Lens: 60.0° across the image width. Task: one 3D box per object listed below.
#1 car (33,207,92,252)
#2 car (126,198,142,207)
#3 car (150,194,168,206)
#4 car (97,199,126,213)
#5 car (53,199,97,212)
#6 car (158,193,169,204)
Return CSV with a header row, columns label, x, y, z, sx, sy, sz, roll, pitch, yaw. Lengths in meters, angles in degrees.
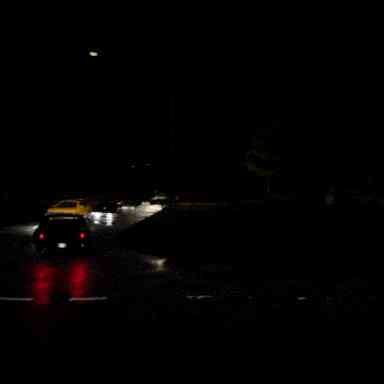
label,x,y,z,sx,sy,sz,roll,pitch,yaw
car,-5.181,1.530,13.616,1.895,1.301,4.718,2,0,-18
car,-8.529,1.428,48.830,2.033,1.411,5.357,2,0,1
car,-5.627,1.487,53.687,2.128,1.511,4.902,2,0,0
car,-8.612,1.409,34.822,1.994,1.385,4.181,2,0,0
car,-8.631,1.304,23.786,1.882,1.535,5.008,2,0,0
car,-5.687,1.251,64.111,2.150,2.045,5.566,2,0,0
